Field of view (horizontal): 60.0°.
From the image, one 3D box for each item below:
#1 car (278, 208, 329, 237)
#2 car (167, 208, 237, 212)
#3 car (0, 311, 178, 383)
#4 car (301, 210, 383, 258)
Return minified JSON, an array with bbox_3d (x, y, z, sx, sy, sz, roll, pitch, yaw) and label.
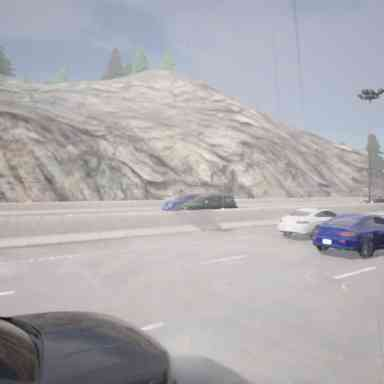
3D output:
[{"bbox_3d":[6.353,1.526,16.880,4.674,1.442,1.812,0,0,-36],"label":"car"},{"bbox_3d":[1.130,1.222,26.298,5.566,2.045,2.150,0,0,-36],"label":"car"},{"bbox_3d":[-2.354,1.505,2.067,4.892,1.490,1.837,0,0,-36],"label":"car"},{"bbox_3d":[6.471,1.526,12.665,4.674,1.442,1.812,0,0,-36],"label":"car"}]
